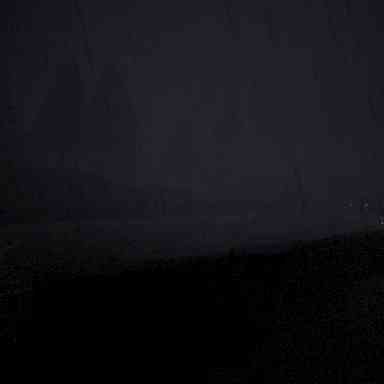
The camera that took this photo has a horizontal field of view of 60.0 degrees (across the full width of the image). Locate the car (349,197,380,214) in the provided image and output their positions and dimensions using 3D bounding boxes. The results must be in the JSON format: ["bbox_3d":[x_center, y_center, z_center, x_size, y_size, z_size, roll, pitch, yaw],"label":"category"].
[{"bbox_3d":[18.060,1.307,34.068,4.553,1.767,2.097,0,0,-35],"label":"car"}]

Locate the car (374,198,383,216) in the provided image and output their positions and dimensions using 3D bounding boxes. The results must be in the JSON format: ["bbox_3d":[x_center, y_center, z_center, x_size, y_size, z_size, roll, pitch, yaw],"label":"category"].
[{"bbox_3d":[18.984,1.521,30.430,4.181,1.385,1.994,0,0,-35],"label":"car"}]

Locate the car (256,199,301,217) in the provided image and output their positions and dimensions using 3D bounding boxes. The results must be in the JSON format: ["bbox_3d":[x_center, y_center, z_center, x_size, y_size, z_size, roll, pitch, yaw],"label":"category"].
[{"bbox_3d":[8.166,1.459,31.313,4.902,1.511,2.128,0,0,-35],"label":"car"}]
